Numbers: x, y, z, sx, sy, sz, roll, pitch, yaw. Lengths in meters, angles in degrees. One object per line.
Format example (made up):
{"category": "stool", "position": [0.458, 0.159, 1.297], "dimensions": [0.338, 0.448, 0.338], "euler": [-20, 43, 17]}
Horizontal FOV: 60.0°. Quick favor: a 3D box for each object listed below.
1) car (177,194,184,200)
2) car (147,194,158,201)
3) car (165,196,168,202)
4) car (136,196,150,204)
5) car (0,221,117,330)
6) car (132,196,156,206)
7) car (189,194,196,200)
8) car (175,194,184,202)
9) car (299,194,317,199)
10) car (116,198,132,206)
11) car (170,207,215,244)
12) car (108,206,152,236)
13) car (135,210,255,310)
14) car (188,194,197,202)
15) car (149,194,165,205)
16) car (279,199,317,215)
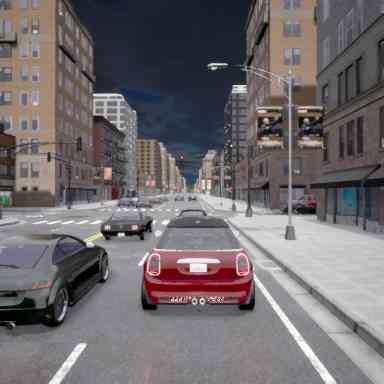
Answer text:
{"category": "car", "position": [-3.030, 1.370, 88.293], "dimensions": [1.812, 1.442, 4.674], "euler": [0, 0, 0]}
{"category": "car", "position": [-9.552, 1.311, 79.812], "dimensions": [2.097, 1.767, 4.553], "euler": [0, 0, 0]}
{"category": "car", "position": [-6.318, 1.535, 73.034], "dimensions": [1.994, 1.385, 4.181], "euler": [0, 0, 0]}
{"category": "car", "position": [-9.624, 1.549, 65.243], "dimensions": [1.994, 1.385, 4.181], "euler": [0, 0, 1]}
{"category": "car", "position": [-3.133, 1.564, 7.030], "dimensions": [1.994, 1.385, 4.181], "euler": [0, 0, 0]}
{"category": "car", "position": [-6.413, 1.557, 44.763], "dimensions": [1.994, 1.385, 4.181], "euler": [0, 0, -2]}
{"category": "car", "position": [0.220, 1.370, 88.285], "dimensions": [1.812, 1.442, 4.674], "euler": [0, 0, 0]}
{"category": "car", "position": [-3.055, 1.530, 78.290], "dimensions": [1.994, 1.385, 4.181], "euler": [0, 0, 0]}
{"category": "car", "position": [12.351, 1.256, 34.476], "dimensions": [5.566, 2.045, 2.150], "euler": [0, 0, 0]}
{"category": "car", "position": [-9.729, 1.540, 48.891], "dimensions": [2.033, 1.411, 5.357], "euler": [0, 0, 0]}
{"category": "car", "position": [0.051, 1.563, 16.663], "dimensions": [1.994, 1.385, 4.181], "euler": [0, 0, 1]}
{"category": "car", "position": [-3.109, 1.600, 16.899], "dimensions": [1.895, 1.301, 4.718], "euler": [0, 0, 0]}
{"category": "car", "position": [0.119, 1.352, 7.960], "dimensions": [2.097, 1.767, 4.553], "euler": [0, 0, 0]}
{"category": "car", "position": [0.195, 1.333, 78.252], "dimensions": [2.097, 1.767, 4.553], "euler": [0, 0, 0]}
{"category": "car", "position": [-6.435, 1.553, 58.550], "dimensions": [1.994, 1.385, 4.181], "euler": [0, 0, 0]}
{"category": "car", "position": [10.786, 1.622, 31.509], "dimensions": [4.718, 1.301, 1.895], "euler": [0, 0, 0]}
